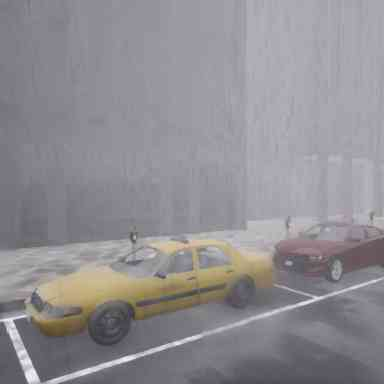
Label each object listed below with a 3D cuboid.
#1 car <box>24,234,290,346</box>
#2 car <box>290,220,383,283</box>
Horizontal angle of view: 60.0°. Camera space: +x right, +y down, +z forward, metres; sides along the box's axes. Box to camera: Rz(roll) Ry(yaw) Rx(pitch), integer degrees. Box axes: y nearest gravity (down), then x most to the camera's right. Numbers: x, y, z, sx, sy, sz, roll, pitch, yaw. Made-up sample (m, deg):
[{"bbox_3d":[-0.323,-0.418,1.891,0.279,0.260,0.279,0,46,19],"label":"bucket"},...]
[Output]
[{"bbox_3d":[-0.461,1.524,6.321,4.829,1.417,1.752,0,0,-35],"label":"car"},{"bbox_3d":[4.266,1.544,9.693,4.507,1.381,1.887,0,0,-35],"label":"car"}]
